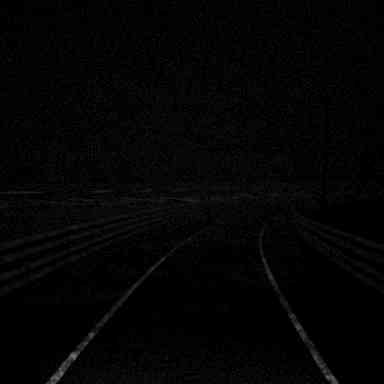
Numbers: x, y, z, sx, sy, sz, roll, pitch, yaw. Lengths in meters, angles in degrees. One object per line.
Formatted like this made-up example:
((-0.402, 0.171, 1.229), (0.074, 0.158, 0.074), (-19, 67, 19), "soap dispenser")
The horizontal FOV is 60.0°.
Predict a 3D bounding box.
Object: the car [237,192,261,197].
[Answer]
((12.339, 0.678, 72.007), (5.357, 1.411, 2.033), (-2, 3, -29), "car")

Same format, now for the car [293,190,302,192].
((25.291, 0.294, 79.057), (4.181, 1.385, 1.994), (-2, 3, -29), "car")

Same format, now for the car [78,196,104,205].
((-16.864, 1.404, 56.106), (4.674, 1.442, 1.812), (-1, 2, -29), "car")

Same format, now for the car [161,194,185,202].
((-3.550, 1.116, 63.357), (4.902, 1.511, 2.128), (-1, 3, -29), "car")
